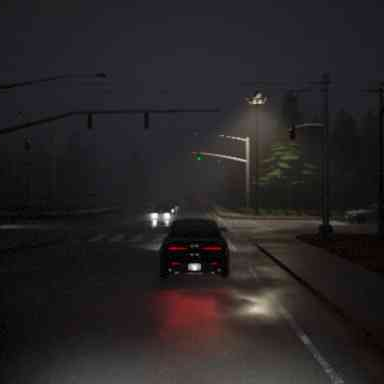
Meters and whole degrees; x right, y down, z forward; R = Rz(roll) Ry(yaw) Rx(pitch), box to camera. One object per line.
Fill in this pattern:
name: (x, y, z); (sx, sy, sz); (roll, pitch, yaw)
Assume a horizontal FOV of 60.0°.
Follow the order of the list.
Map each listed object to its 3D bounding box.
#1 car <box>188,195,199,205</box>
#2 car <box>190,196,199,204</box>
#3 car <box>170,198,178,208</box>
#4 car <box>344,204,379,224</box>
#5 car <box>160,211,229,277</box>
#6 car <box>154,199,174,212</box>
car: (0.293, 1.629, 69.482); (2.150, 2.045, 5.566); (0, 0, 2)
car: (0.661, 1.820, 79.893); (2.097, 1.767, 4.553); (0, 0, 2)
car: (-3.575, 1.774, 50.816); (1.882, 1.535, 5.008); (0, 0, 0)
car: (14.554, 1.706, 26.256); (4.674, 1.442, 1.812); (0, 0, 1)
car: (0.077, 1.567, 10.434); (1.837, 1.490, 4.892); (0, 0, 0)
car: (-3.598, 1.843, 41.534); (1.895, 1.301, 4.718); (0, 0, 0)
